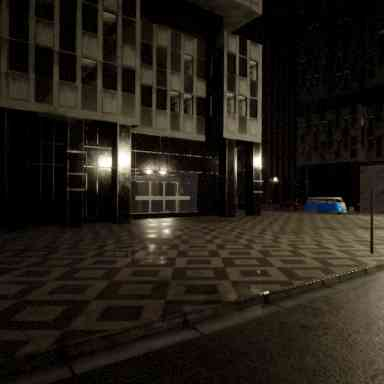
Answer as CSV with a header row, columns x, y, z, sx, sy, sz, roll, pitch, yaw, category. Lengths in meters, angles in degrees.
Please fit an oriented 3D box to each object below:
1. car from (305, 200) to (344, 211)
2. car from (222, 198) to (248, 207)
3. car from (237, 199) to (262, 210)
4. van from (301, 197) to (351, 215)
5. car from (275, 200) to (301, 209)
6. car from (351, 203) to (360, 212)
x,y,z,sx,sy,sz,roll,pitch,yaw,category
17.328,1.750,43.697,2.008,1.369,4.403,0,0,-36,car
7.369,1.841,57.617,1.752,1.417,4.829,0,0,-36,car
7.114,1.708,43.324,1.887,1.381,4.507,0,0,-36,car
13.687,1.426,34.137,1.690,1.788,3.998,0,0,-36,van
14.042,1.820,48.291,1.802,1.307,4.206,0,0,-36,car
20.615,1.726,39.103,1.947,1.339,4.313,0,0,-36,car
